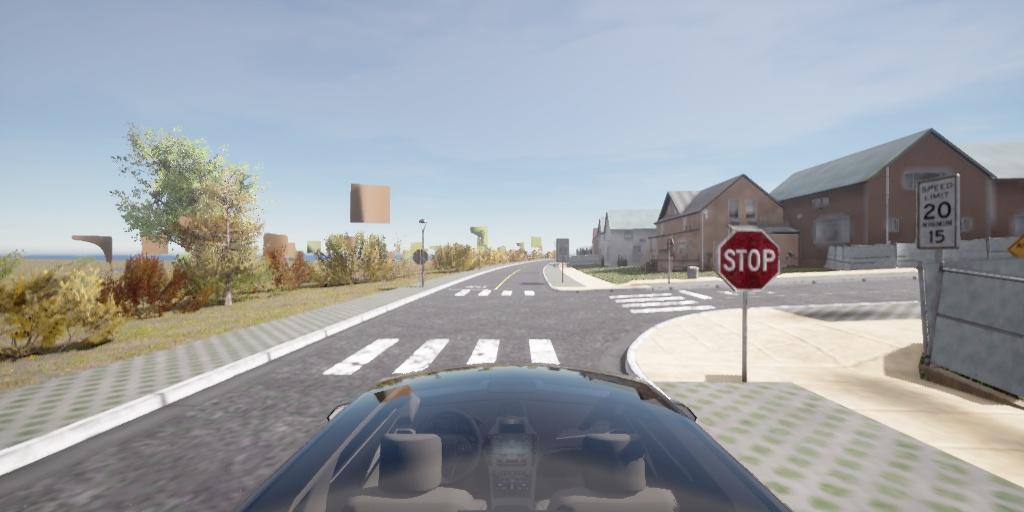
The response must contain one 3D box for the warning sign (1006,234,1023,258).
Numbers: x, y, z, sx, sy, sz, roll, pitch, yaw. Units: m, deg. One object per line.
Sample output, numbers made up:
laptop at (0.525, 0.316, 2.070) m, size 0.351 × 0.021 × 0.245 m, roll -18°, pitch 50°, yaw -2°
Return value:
warning sign at (12.602, 0.090, 8.446) m, size 1.060 × 1.860 × 1.300 m, roll 0°, pitch 0°, yaw 5°
